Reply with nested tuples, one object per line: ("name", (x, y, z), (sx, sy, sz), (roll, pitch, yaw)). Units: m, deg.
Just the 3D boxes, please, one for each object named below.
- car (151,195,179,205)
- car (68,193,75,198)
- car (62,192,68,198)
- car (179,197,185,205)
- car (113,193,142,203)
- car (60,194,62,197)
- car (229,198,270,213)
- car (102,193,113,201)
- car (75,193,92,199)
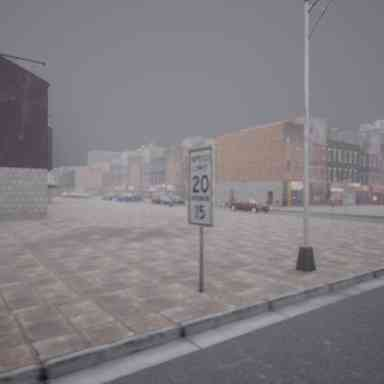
("car", (-4.058, 1.136, 45.541), (1.947, 1.339, 4.313), (1, 0, -35))
("car", (-26.371, 0.830, 76.863), (1.887, 1.381, 4.507), (1, 0, -35))
("car", (-29.559, 0.798, 81.338), (1.887, 1.381, 4.507), (1, 0, -35))
("car", (-3.077, 1.115, 48.732), (2.033, 1.411, 5.357), (0, 0, -35))
("car", (-10.584, 0.954, 54.041), (1.882, 1.535, 5.008), (0, 0, -35))
("car", (-32.647, 0.749, 85.674), (1.752, 1.417, 4.829), (1, 0, -35))
("car", (5.503, 1.274, 32.119), (1.887, 1.381, 4.507), (1, 0, -35))
("car", (-14.650, 0.926, 59.740), (1.837, 1.490, 4.892), (0, 0, -35))
("car", (-23.183, 0.870, 72.388), (2.008, 1.369, 4.403), (1, 0, -35))
